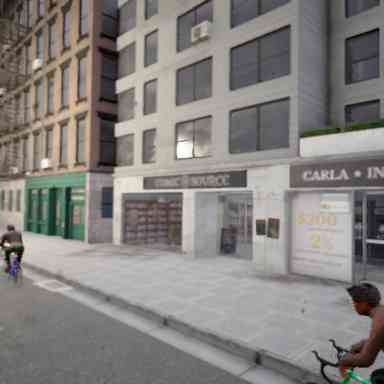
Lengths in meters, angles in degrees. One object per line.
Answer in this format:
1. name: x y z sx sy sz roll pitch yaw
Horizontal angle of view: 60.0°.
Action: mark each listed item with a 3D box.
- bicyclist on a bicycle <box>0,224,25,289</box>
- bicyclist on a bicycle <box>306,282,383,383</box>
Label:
1. bicyclist on a bicycle: -4.840 1.709 8.954 0.582 1.620 1.656 2 -3 -45
2. bicyclist on a bicycle: 1.508 1.563 2.581 0.582 1.620 1.656 2 -3 -45
